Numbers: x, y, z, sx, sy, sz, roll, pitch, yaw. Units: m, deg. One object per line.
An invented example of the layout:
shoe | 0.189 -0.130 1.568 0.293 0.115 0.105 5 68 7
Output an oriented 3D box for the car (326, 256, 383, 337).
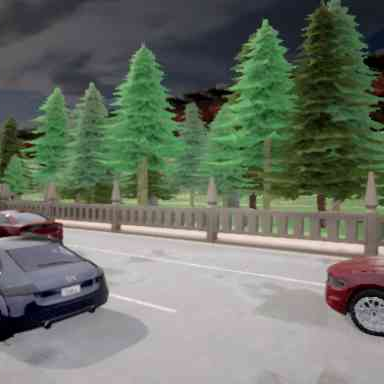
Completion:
car | 4.666 1.477 4.963 5.008 1.535 1.882 0 0 35

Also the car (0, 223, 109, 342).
car | -3.588 1.565 6.550 4.181 1.385 1.994 0 0 36

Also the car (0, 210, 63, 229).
car | -7.271 1.479 13.478 5.008 1.535 1.882 0 0 35
